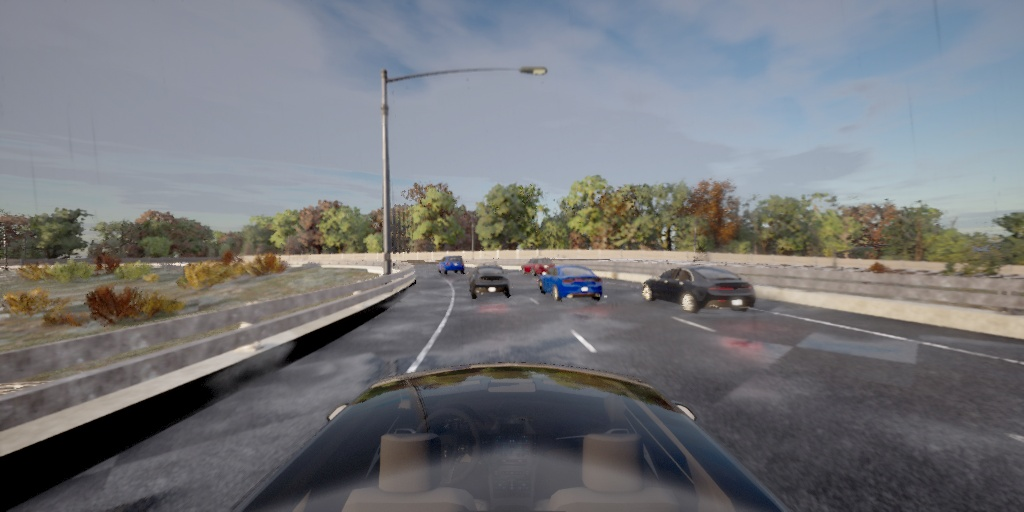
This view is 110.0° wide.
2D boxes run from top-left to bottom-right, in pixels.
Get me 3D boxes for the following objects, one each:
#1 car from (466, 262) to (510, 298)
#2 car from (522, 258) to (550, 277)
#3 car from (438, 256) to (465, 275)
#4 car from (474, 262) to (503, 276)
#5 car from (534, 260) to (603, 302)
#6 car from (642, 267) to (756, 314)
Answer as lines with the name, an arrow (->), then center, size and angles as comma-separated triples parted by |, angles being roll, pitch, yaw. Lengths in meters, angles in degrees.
car -> -1.237, 1.232, 18.368 | 1.837, 1.490, 4.892 | 0, 1, -8
car -> 2.425, 0.974, 33.835 | 2.097, 1.767, 4.553 | -1, 0, -16
car -> -6.714, 0.983, 39.515 | 2.150, 2.045, 5.566 | -1, 0, -21
car -> -2.577, 1.296, 38.269 | 1.895, 1.301, 4.718 | -1, 0, -19
car -> 2.552, 1.144, 16.570 | 1.882, 1.535, 5.008 | -1, 0, -7
car -> 6.460, 1.117, 13.032 | 1.837, 1.490, 4.892 | -1, 0, -5
